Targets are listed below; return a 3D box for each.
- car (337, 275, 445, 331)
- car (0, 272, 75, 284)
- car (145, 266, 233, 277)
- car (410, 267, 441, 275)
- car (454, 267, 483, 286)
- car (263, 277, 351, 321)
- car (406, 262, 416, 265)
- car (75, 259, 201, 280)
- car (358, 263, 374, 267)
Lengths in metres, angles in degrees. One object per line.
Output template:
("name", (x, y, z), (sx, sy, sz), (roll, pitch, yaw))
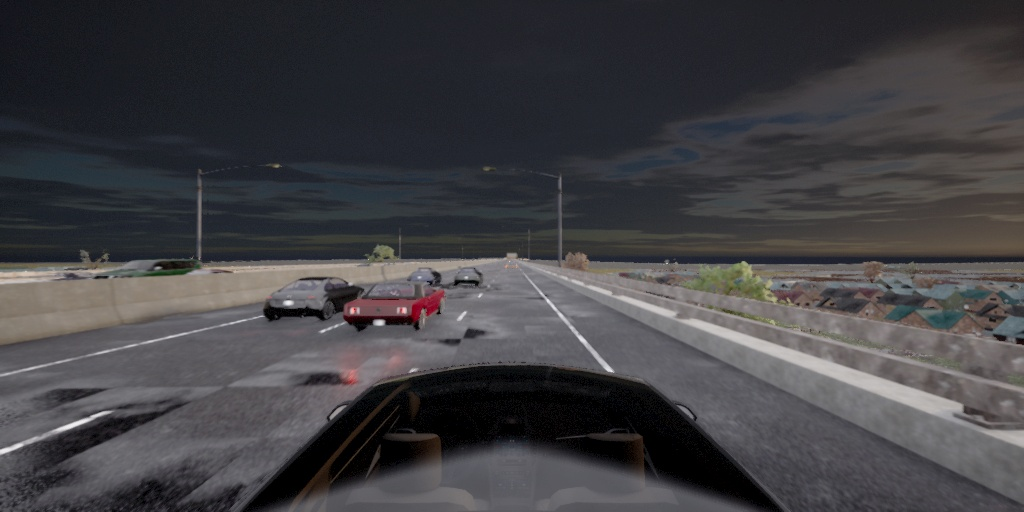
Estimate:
("car", (-3.406, 1.456, 11.437), (1.895, 1.301, 4.718), (0, -1, 0))
("car", (-24.611, 1.540, 19.577), (1.895, 1.301, 4.718), (0, -1, 0))
("car", (-17.621, 1.476, 20.560), (1.812, 1.442, 4.674), (0, -1, 0))
("car", (-6.917, 1.604, 28.887), (1.994, 1.385, 4.181), (0, -1, 0))
("car", (-3.417, 1.604, 28.819), (1.994, 1.385, 4.181), (0, -1, 0))
("car", (-6.908, 1.437, 13.093), (1.994, 1.385, 4.181), (0, -1, 0))
("car", (-17.551, 1.854, 61.931), (1.882, 1.535, 5.008), (0, 0, 0))
("car", (-21.111, 1.177, 21.085), (2.150, 2.045, 5.566), (0, -1, 0))
("car", (-24.551, 1.921, 60.346), (1.994, 1.385, 4.181), (0, -1, 1))
